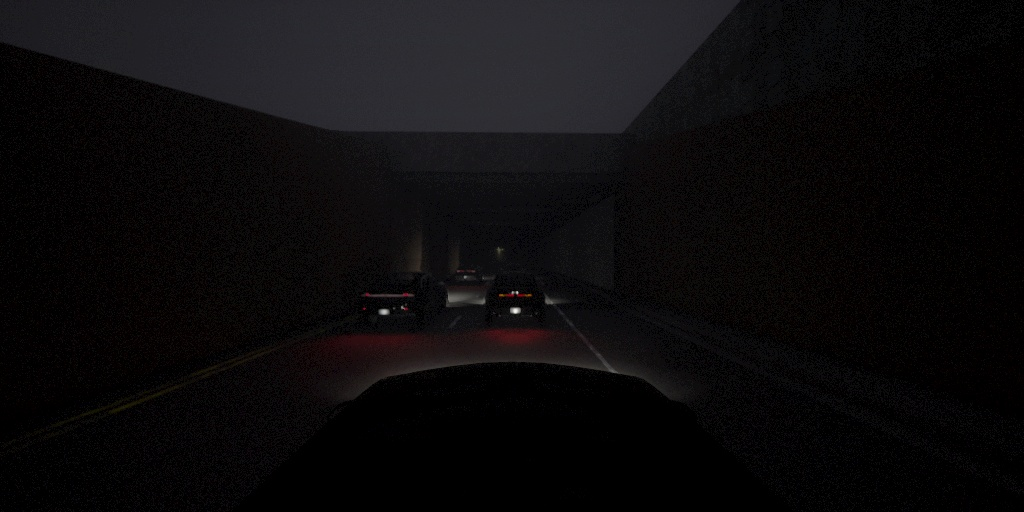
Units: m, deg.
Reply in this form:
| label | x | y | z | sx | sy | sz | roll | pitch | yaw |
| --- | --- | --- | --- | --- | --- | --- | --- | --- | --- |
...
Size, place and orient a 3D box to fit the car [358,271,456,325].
| label | x | y | z | sx | sy | sz | roll | pitch | yaw |
| --- | --- | --- | --- | --- | --- | --- | --- | --- | --- |
| car | -3.400 | 1.282 | 11.961 | 2.128 | 1.511 | 4.902 | 0 | 0 | 0 |

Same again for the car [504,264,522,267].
| label | x | y | z | sx | sy | sz | roll | pitch | yaw |
| --- | --- | --- | --- | --- | --- | --- | --- | --- | --- |
| car | 0.102 | 1.362 | 28.754 | 1.837 | 1.490 | 4.892 | 0 | 0 | 0 |

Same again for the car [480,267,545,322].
| label | x | y | z | sx | sy | sz | roll | pitch | yaw |
| --- | --- | --- | --- | --- | --- | --- | --- | --- | --- |
| car | 0.101 | 1.298 | 12.560 | 1.837 | 1.490 | 4.892 | 0 | 0 | 0 |

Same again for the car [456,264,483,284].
| label | x | y | z | sx | sy | sz | roll | pitch | yaw |
| --- | --- | --- | --- | --- | --- | --- | --- | --- | --- |
| car | -3.398 | 1.348 | 28.658 | 2.128 | 1.511 | 4.902 | 0 | 0 | 0 |
